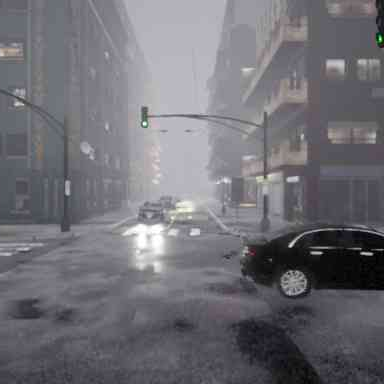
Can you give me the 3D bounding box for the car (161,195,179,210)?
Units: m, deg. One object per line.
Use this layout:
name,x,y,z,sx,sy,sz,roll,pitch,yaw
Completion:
car,-2.948,1.195,39.075,2.097,1.767,4.553,0,0,0

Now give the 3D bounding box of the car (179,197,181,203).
car,-2.923,1.339,59.945,1.994,1.385,4.181,0,0,0

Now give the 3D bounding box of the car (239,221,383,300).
car,3.537,1.445,7.544,4.892,1.490,1.837,-1,0,5

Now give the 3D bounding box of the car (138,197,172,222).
car,-2.915,1.384,25.245,2.128,1.511,4.902,0,0,0
